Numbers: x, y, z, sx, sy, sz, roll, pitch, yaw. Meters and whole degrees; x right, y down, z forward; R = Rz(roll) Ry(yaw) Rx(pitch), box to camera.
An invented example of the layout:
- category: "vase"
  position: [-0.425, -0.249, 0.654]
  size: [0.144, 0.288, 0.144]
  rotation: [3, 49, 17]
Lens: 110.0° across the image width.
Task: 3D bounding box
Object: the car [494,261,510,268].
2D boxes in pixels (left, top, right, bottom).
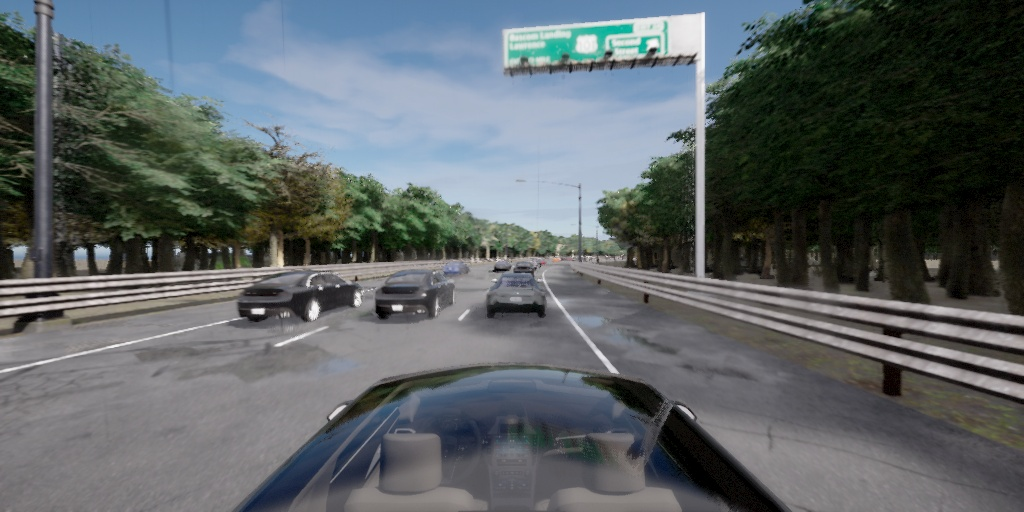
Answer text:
- category: "car"
  position: [-1.134, 1.303, 46.444]
  size: [1.994, 1.385, 4.181]
  rotation: [0, 0, 6]

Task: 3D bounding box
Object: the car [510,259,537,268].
- category: "car"
  position: [1.122, 1.253, 32.427]
  size: [1.837, 1.490, 4.892]
  rotation: [0, 0, 4]

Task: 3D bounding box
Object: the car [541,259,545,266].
- category: "car"
  position: [3.981, 1.235, 60.362]
  size: [2.128, 1.511, 4.902]
  rotation: [0, 0, 8]

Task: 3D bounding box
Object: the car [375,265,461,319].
- category: "car"
  position: [-3.261, 1.249, 12.853]
  size: [1.837, 1.490, 4.892]
  rotation: [0, 0, 2]

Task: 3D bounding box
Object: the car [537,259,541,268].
- category: "car"
  position: [2.528, 1.345, 48.440]
  size: [1.895, 1.301, 4.718]
  rotation: [0, 0, 6]

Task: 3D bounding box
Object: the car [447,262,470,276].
- category: "car"
  position: [-5.655, 1.280, 36.771]
  size: [2.033, 1.411, 5.357]
  rotation: [0, 0, 5]

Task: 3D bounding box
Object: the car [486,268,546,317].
- category: "car"
  position: [0.178, 1.314, 13.215]
  size: [1.994, 1.385, 4.181]
  rotation: [0, 0, 1]

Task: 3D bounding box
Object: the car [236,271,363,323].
- category: "car"
  position: [-6.801, 1.241, 12.125]
  size: [1.837, 1.490, 4.892]
  rotation: [0, 0, 2]
